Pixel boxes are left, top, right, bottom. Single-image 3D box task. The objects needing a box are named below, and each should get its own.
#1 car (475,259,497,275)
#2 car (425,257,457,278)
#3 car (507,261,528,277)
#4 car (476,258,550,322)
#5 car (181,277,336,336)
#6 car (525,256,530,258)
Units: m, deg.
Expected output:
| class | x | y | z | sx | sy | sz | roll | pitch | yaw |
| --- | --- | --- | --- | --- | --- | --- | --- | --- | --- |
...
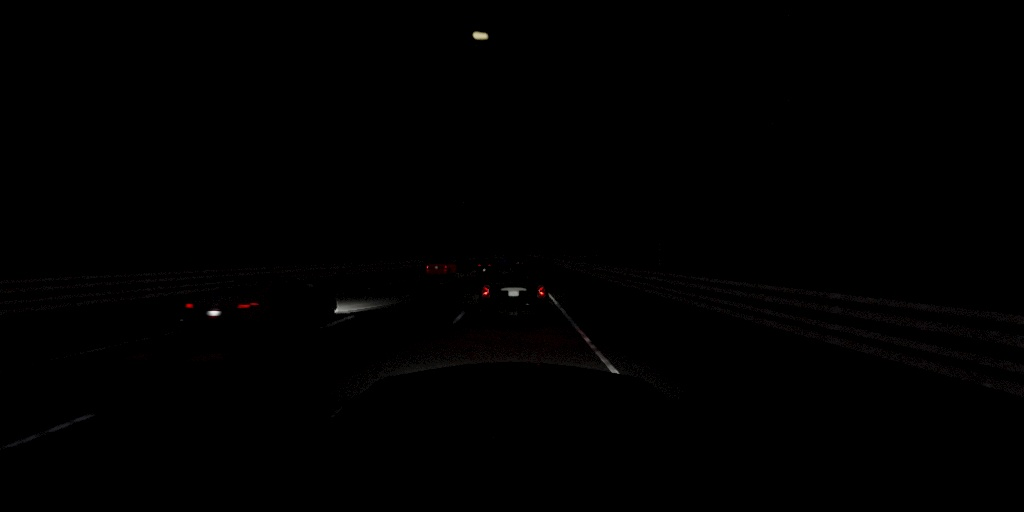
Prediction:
| class | x | y | z | sx | sy | sz | roll | pitch | yaw |
| --- | --- | --- | --- | --- | --- | --- | --- | --- | --- |
| car | -2.703 | 1.131 | 38.578 | 1.837 | 1.490 | 4.892 | 0 | 0 | 2 |
| car | -6.393 | 0.997 | 32.825 | 2.097 | 1.767 | 4.553 | 0 | 0 | 2 |
| car | 0.611 | 1.210 | 35.508 | 1.994 | 1.385 | 4.181 | 0 | 0 | 2 |
| car | 0.070 | 1.074 | 12.239 | 2.097 | 1.767 | 4.553 | 0 | 0 | 1 |
| car | -6.854 | 1.285 | 10.276 | 1.994 | 1.385 | 4.181 | 0 | 0 | 1 |
| car | 1.134 | 1.098 | 48.156 | 1.837 | 1.490 | 4.892 | 0 | 0 | 3 |
